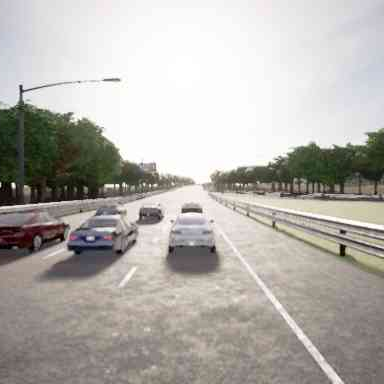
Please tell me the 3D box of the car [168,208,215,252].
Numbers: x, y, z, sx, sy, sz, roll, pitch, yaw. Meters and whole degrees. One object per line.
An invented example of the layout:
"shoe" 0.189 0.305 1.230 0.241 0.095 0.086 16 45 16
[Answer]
"car" 0.004 1.632 14.354 1.812 1.442 4.674 0 0 0

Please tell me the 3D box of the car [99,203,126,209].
"car" -7.000 1.671 29.249 1.994 1.385 4.181 0 0 0

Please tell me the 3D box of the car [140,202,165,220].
"car" -3.500 1.600 29.274 2.128 1.511 4.902 0 0 0

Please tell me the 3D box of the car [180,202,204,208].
"car" 0.002 1.584 29.453 1.882 1.535 5.008 0 0 0

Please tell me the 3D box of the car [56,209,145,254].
"car" -3.501 1.652 13.973 2.033 1.411 5.357 0 0 0

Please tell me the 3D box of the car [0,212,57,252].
"car" -6.995 1.585 14.461 1.882 1.535 5.008 0 0 0
